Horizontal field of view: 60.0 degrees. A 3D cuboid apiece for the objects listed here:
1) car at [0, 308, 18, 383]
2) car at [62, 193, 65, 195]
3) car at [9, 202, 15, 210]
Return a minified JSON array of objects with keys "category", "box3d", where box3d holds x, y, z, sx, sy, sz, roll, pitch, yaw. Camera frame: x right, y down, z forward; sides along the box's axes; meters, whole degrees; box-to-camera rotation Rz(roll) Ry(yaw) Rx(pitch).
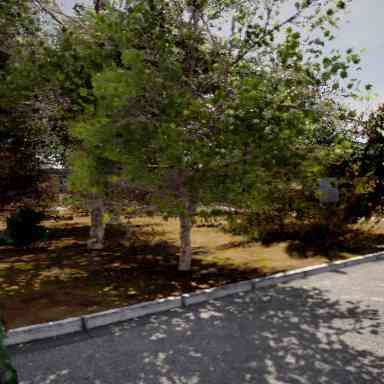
[{"category":"car","box3d":[-3.681,1.229,1.044,5.566,2.045,2.150,0,0,-35]},{"category":"car","box3d":[-20.153,1.266,54.240,2.435,2.045,5.566,0,0,-36]},{"category":"car","box3d":[-21.037,1.577,38.310,1.946,1.575,5.366,-1,0,-36]}]
